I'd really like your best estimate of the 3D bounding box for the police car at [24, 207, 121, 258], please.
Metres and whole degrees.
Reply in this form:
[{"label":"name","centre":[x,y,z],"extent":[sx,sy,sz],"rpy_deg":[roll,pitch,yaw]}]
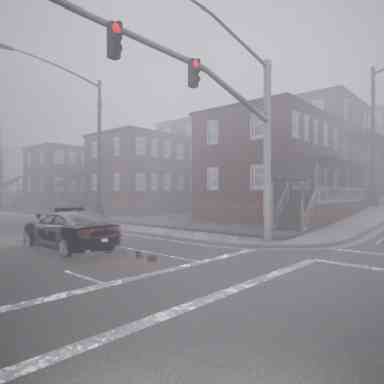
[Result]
[{"label":"police car","centre":[-4.839,1.425,12.940],"extent":[5.238,1.638,1.930],"rpy_deg":[0,0,42]}]
